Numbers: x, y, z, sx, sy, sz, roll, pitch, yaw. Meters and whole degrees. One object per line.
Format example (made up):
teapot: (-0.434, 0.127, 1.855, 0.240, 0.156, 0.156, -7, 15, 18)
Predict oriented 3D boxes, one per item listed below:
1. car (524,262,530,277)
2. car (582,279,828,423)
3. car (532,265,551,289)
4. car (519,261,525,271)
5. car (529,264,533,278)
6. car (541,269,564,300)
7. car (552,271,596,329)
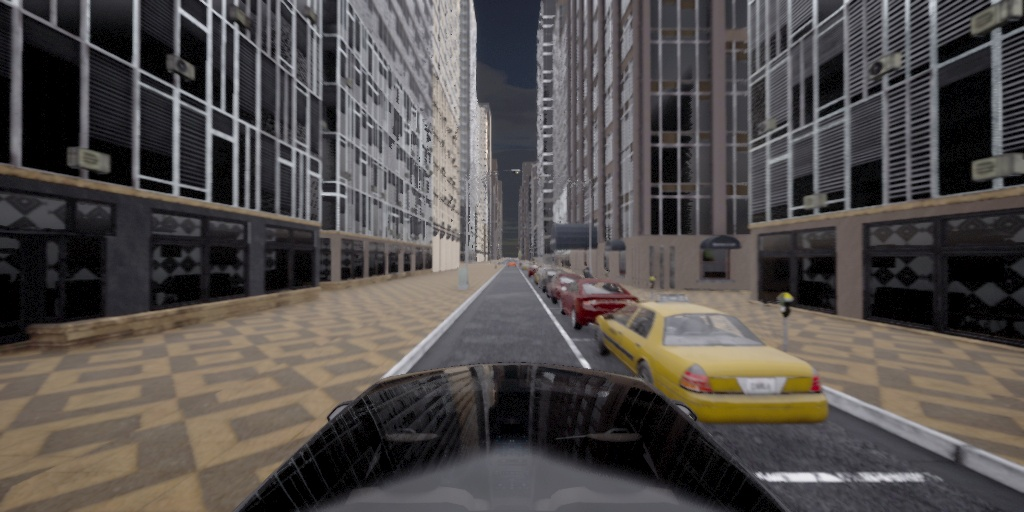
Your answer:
car: (2.587, 1.595, 39.129, 1.888, 1.381, 4.507, 0, 0, 0)
car: (2.566, 1.309, 5.993, 1.751, 1.417, 4.829, 0, 0, 0)
car: (2.577, 1.468, 22.476, 2.007, 1.370, 4.403, 0, 0, 0)
car: (2.602, 1.749, 61.504, 1.751, 1.417, 4.829, 0, 0, 0)
car: (2.580, 1.487, 28.197, 1.751, 1.417, 4.829, 0, 0, 0)
car: (2.573, 1.455, 16.925, 1.802, 1.307, 4.207, 0, 0, 0)
car: (2.570, 1.373, 11.374, 1.888, 1.381, 4.507, 0, 0, 0)
